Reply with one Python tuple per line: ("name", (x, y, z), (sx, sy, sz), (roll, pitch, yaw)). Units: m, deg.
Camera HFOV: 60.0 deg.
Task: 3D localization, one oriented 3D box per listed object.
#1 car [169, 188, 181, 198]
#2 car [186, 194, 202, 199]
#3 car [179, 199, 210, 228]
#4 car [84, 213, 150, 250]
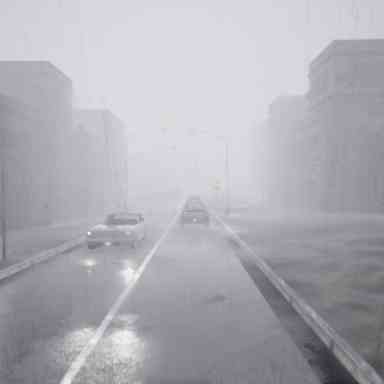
("car", (-2.845, 0.188, 56.692), (1.837, 1.490, 4.892), (0, 4, 1))
("car", (0.254, 1.049, 42.374), (2.128, 1.511, 4.902), (0, 3, 0))
("car", (0.181, 1.478, 22.305), (2.128, 1.511, 4.902), (0, 0, 0))
("car", (-3.048, 1.592, 14.354), (1.895, 1.301, 4.718), (0, 0, 0))
